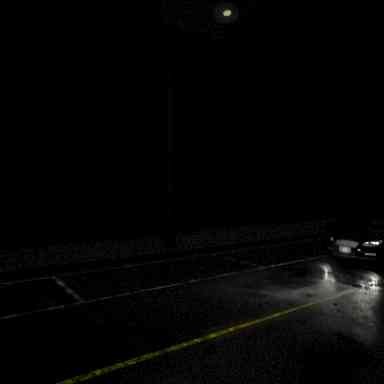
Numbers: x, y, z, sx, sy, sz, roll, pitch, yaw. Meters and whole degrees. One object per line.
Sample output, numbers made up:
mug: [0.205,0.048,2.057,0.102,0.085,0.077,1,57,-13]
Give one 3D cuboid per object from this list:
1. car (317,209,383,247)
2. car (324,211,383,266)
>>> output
car: [8.036,1.566,15.630,4.313,1.339,1.947,0,0,-36]
car: [6.640,1.491,11.516,4.902,1.511,2.128,0,0,-35]
